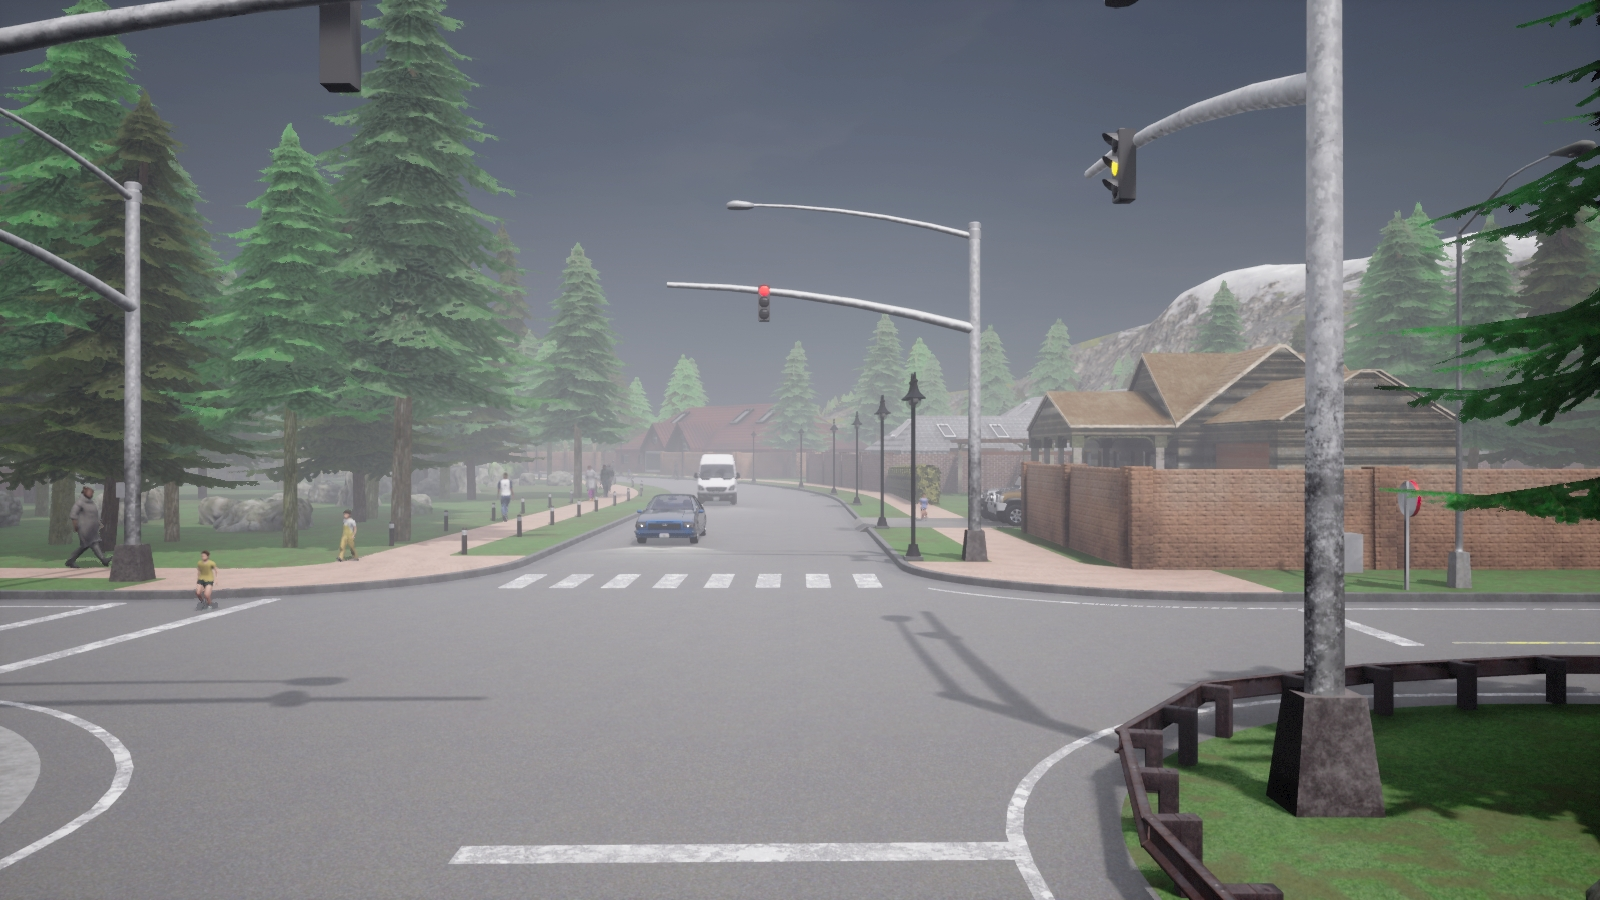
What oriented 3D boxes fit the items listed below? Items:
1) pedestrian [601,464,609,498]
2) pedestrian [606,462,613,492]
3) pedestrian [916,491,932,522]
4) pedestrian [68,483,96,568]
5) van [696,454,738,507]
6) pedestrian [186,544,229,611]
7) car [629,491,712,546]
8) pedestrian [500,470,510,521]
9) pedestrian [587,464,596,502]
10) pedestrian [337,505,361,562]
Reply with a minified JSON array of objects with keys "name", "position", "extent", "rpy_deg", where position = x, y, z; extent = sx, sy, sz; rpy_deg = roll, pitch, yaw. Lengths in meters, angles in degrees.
[{"name":"pedestrian","position":[-10.493,1.661,61.572],"extent":[0.375,1.860,0.375],"rpy_deg":[0,0,-1]},{"name":"pedestrian","position":[-11.672,1.662,69.922],"extent":[0.375,1.860,0.375],"rpy_deg":[0,0,-14]},{"name":"pedestrian","position":[4.464,2.046,41.182],"extent":[0.500,1.100,0.500],"rpy_deg":[0,0,-3]},{"name":"pedestrian","position":[-15.947,1.676,25.374],"extent":[0.375,1.860,0.375],"rpy_deg":[0,0,0]},{"name":"van","position":[-4.230,1.500,58.823],"extent":[1.988,2.561,5.915],"rpy_deg":[0,0,-2]},{"name":"pedestrian","position":[-10.278,2.209,19.839],"extent":[0.500,1.100,0.500],"rpy_deg":[0,0,-3]},{"name":"car","position":[-3.930,2.072,35.589],"extent":[2.033,1.411,5.357],"rpy_deg":[0,0,0]},{"name":"pedestrian","position":[-10.827,1.664,41.957],"extent":[0.375,1.860,0.375],"rpy_deg":[0,0,-14]},{"name":"pedestrian","position":[-10.547,1.664,57.689],"extent":[0.375,1.860,0.375],"rpy_deg":[0,0,3]},{"name":"pedestrian","position":[-10.558,1.943,26.752],"extent":[0.375,1.300,0.375],"rpy_deg":[0,0,18]}]
